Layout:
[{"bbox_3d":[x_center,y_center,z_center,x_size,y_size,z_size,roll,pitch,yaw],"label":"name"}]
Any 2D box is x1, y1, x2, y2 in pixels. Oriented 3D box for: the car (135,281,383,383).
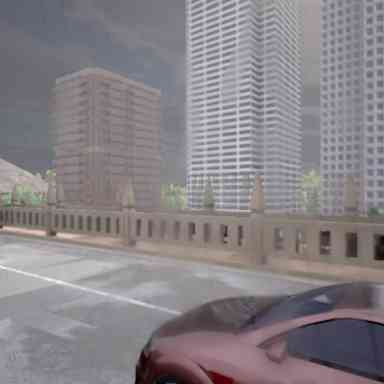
[{"bbox_3d":[1.468,1.565,2.945,4.181,1.385,1.994,0,0,36],"label":"car"}]
